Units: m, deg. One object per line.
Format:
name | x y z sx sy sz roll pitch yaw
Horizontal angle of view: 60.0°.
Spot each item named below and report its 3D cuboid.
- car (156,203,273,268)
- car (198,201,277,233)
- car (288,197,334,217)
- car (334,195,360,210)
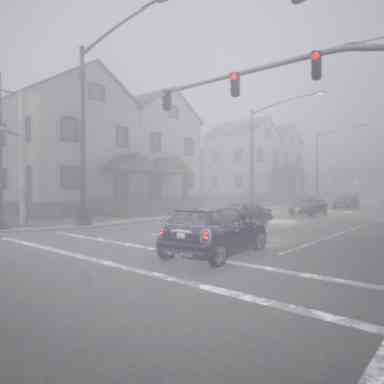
car | 0.856 1.241 11.321 2.097 1.767 4.553 0 1 33
car | 2.823 1.342 19.406 2.033 1.411 5.357 0 1 41
car | 9.580 1.174 27.322 2.128 1.511 4.902 0 1 41
car | 16.350 1.076 35.239 1.837 1.490 4.892 0 1 41
